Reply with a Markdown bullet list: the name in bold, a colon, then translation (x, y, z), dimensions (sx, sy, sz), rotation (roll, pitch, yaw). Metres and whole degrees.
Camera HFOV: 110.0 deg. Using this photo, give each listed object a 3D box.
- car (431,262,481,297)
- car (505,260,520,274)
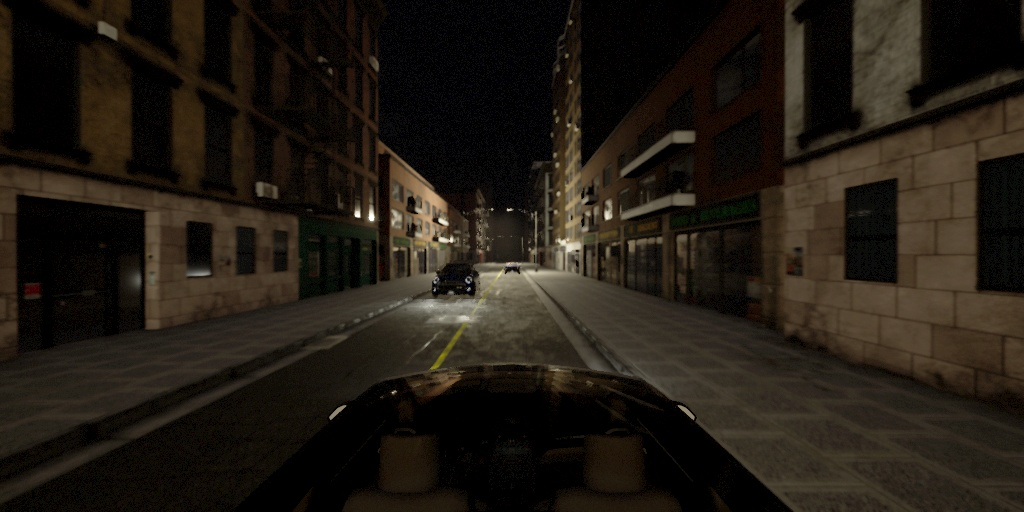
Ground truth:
- **car**: translation (-2.866, 1.148, 19.139), dimensions (2.097, 1.767, 4.553), rotation (0, 0, 0)
- **car**: translation (0.050, 1.479, 44.594), dimensions (1.895, 1.301, 4.718), rotation (0, 0, 0)
